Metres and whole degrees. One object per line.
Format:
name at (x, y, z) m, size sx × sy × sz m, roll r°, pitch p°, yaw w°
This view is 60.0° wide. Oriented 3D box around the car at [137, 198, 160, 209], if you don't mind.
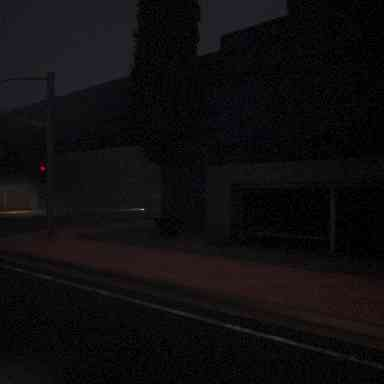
car at (-5.455, 1.543, 44.693) m, size 1.994 × 1.385 × 4.181 m, roll 0°, pitch 0°, yaw 36°
